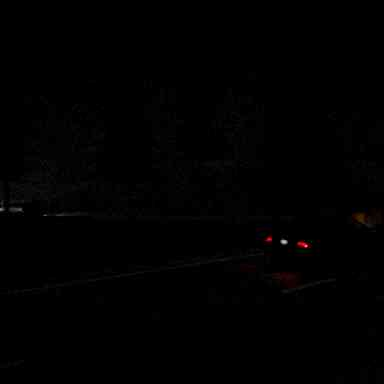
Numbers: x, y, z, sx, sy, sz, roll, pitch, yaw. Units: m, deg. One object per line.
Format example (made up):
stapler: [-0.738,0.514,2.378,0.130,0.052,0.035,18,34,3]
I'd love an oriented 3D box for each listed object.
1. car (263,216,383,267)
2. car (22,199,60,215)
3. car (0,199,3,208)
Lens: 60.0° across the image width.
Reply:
car: [4.831,1.562,11.514,5.357,1.411,2.033,0,0,-35]
car: [-15.861,1.489,34.946,5.008,1.535,1.882,0,0,36]
car: [-28.328,1.524,47.690,1.882,1.535,5.008,0,0,-33]
